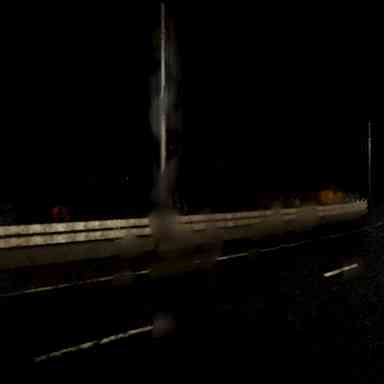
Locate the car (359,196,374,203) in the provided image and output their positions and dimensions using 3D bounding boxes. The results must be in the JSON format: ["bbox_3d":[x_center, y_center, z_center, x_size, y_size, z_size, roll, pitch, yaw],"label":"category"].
[{"bbox_3d":[38.810,1.617,74.088,2.128,1.511,4.902,0,0,9],"label":"car"}]
